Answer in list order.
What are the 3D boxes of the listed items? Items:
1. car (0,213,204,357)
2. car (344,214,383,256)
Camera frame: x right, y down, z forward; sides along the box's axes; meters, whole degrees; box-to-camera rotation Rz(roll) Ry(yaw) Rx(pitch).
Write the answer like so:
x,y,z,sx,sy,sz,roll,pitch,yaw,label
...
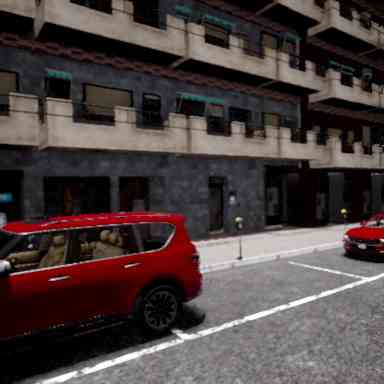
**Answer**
x,y,z,sx,sy,sz,roll,pitch,yaw,label
-2.122,1.305,5.066,5.009,1.841,2.192,-1,-1,-35,car
7.107,1.423,11.641,4.507,1.381,1.887,-1,-1,-35,car
